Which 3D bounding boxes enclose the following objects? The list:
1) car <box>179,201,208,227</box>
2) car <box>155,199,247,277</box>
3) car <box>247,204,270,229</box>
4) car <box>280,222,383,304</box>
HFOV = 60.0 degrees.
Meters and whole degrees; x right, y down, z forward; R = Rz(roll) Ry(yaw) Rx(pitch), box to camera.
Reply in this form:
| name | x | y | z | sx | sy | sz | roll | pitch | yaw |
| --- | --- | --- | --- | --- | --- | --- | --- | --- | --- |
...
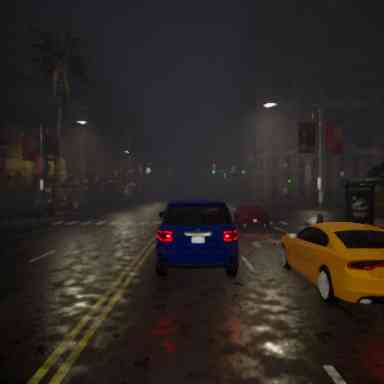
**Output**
| name | x | y | z | sx | sy | sz | roll | pitch | yaw |
| --- | --- | --- | --- | --- | --- | --- | --- | --- | --- |
| car | 0.105 | 1.513 | 23.959 | 1.837 | 1.490 | 4.892 | 0 | 0 | 0 |
| car | 0.107 | 1.223 | 10.433 | 2.150 | 2.045 | 5.566 | 0 | 0 | -1 |
| car | 3.772 | 1.483 | 21.643 | 1.882 | 1.535 | 5.008 | 0 | 0 | 3 |
| car | 3.606 | 1.480 | 8.167 | 1.882 | 1.535 | 5.008 | 0 | 0 | 0 |
